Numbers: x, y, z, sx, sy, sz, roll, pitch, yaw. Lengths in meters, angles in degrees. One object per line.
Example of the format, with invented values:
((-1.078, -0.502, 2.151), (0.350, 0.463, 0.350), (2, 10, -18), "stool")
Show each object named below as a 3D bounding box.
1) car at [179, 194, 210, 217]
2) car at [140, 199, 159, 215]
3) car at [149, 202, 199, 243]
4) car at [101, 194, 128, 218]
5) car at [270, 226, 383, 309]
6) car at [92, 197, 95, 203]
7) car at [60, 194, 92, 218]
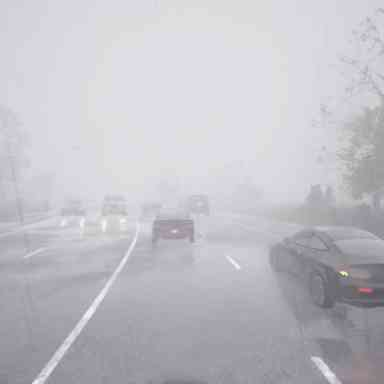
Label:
((0.108, 1.234, 31.175), (2.150, 2.045, 5.566), (0, 0, -12), "car")
((-4.244, 1.497, 34.379), (1.882, 1.535, 5.008), (0, 0, -14), "car")
((-0.995, 1.485, 16.308), (1.882, 1.535, 5.008), (0, 0, -6), "car")
((-7.266, 1.243, 31.220), (2.150, 2.045, 5.566), (0, 0, -13), "car")
((3.254, 1.520, 7.760), (1.812, 1.442, 4.674), (0, 0, -3), "car")
((-21.727, 1.557, 69.769), (2.033, 1.411, 5.357), (0, 0, -28), "car")
((-10.789, 1.378, 30.783), (2.097, 1.767, 4.553), (0, 0, -13), "car")
